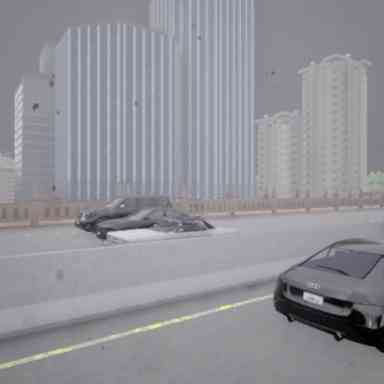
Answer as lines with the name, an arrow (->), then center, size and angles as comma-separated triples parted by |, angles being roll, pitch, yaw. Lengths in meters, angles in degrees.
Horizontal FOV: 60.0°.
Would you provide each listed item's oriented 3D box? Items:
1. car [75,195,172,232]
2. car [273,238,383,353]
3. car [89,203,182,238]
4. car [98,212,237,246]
car -> -3.538, 1.218, 18.561 | 5.566, 2.045, 2.150 | 0, 0, -35
car -> 3.463, 1.565, 6.127 | 4.181, 1.385, 1.994 | 0, 0, -35
car -> -1.871, 1.475, 15.450 | 5.008, 1.535, 1.882 | 0, 0, -35
car -> -0.679, 1.599, 12.025 | 4.718, 1.301, 1.895 | 0, 0, -35
